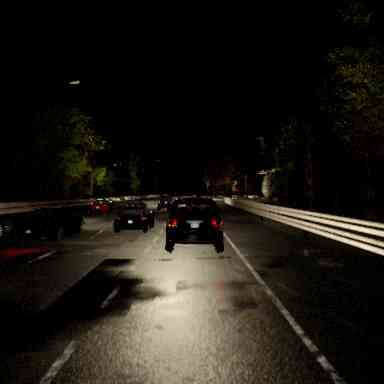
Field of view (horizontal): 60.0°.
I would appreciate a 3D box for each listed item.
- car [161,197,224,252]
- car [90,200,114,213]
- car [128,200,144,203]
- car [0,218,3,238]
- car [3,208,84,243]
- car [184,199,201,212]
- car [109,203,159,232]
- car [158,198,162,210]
[{"bbox_3d":[0.098,1.257,14.229,2.150,2.045,5.566,0,0,0],"label":"car"},{"bbox_3d":[-10.406,1.659,38.713,1.994,1.385,4.181,0,0,0],"label":"car"},{"bbox_3d":[-6.906,1.648,41.221,2.033,1.411,5.357,0,0,0],"label":"car"},{"bbox_3d":[-10.403,1.528,14.954,2.128,1.511,4.902,0,0,0],"label":"car"},{"bbox_3d":[-6.902,1.518,16.495,1.882,1.535,5.008,0,0,0],"label":"car"},{"bbox_3d":[0.141,1.650,41.869,2.033,1.411,5.357,0,0,1],"label":"car"},{"bbox_3d":[-3.402,1.614,20.320,1.994,1.385,4.181,0,0,0],"label":"car"},{"bbox_3d":[-3.407,1.462,45.265,2.097,1.767,4.553,0,0,0],"label":"car"}]
